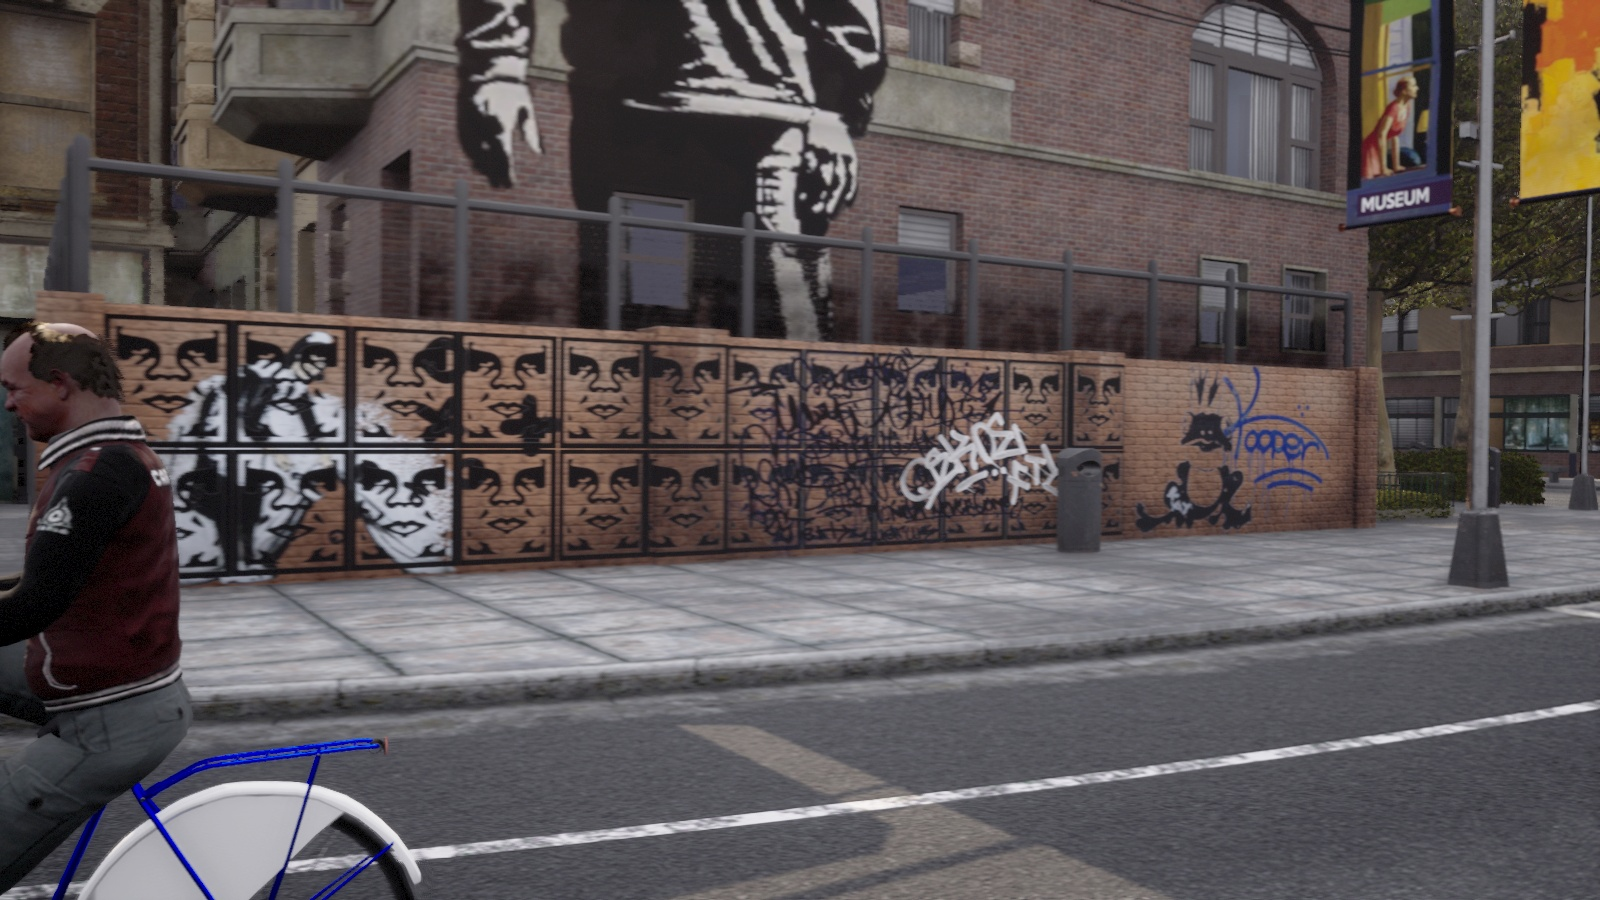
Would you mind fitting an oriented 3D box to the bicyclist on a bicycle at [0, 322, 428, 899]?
[{"bbox_3d":[-1.756,0.648,2.616,1.843,1.776,0.659,-1,1,-19],"label":"bicyclist on a bicycle"}]
